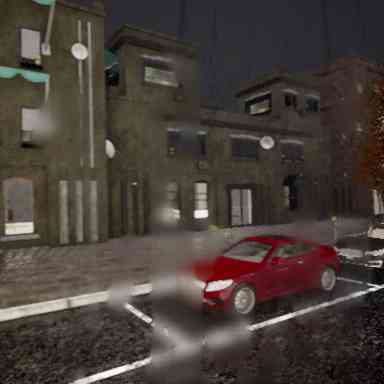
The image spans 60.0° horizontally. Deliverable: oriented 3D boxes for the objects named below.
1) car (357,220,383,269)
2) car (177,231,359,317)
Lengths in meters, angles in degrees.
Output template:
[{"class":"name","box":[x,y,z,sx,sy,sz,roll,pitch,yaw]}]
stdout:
[{"class":"car","box":[6.280,1.601,10.626,4.403,1.369,2.008,0,-1,-34]},{"class":"car","box":[1.669,1.663,7.540,4.206,1.307,1.802,0,-1,-34]}]
